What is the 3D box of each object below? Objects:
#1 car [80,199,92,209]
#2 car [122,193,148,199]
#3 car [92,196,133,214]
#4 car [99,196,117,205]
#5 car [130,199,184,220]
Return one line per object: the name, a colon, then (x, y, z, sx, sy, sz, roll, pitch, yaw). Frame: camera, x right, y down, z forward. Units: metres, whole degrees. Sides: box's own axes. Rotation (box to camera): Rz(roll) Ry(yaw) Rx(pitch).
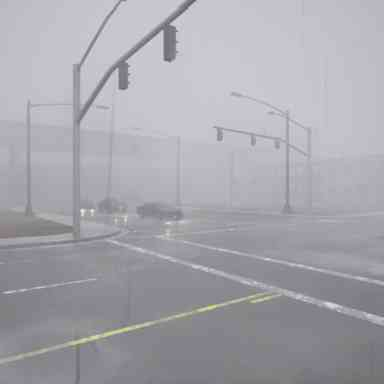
car: (-14.467, 1.564, 44.388, 1.994, 1.385, 4.181, 0, 0, -32)
car: (-12.303, 1.223, 69.377, 2.150, 2.045, 5.566, 0, 0, 29)
car: (-8.759, 1.491, 36.239, 2.128, 1.511, 4.902, 0, 0, -36)
car: (-14.992, 1.526, 59.810, 1.812, 1.442, 4.674, 0, 0, 3)
car: (-2.887, 1.547, 28.251, 2.033, 1.411, 5.357, 0, 0, -36)
